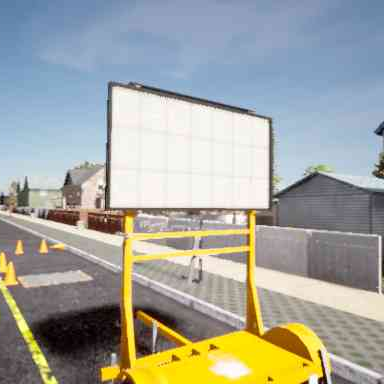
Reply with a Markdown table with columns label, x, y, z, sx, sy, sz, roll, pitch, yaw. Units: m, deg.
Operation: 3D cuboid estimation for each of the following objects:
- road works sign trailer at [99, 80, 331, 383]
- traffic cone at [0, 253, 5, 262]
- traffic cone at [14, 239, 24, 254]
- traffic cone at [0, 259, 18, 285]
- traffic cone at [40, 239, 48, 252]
| label | x | y | z | sx | sy | sz | roll | pitch | yaw |
| --- | --- | --- | --- | --- | --- | --- | --- | --- | --- |
| road works sign trailer | -0.031 | 0.625 | 4.194 | 2.380 | 3.560 | 2.880 | 2 | -2 | -34 |
| traffic cone | -6.159 | 2.274 | 10.846 | 0.340 | 0.580 | 0.340 | 2 | -3 | -35 |
| traffic cone | -7.624 | 2.397 | 14.698 | 0.340 | 0.580 | 0.340 | 2 | -3 | -35 |
| traffic cone | -5.016 | 2.230 | 9.204 | 0.340 | 0.580 | 0.340 | 2 | -3 | -35 |
| traffic cone | -6.803 | 2.429 | 15.268 | 0.340 | 0.580 | 0.340 | 2 | -3 | -35 |
